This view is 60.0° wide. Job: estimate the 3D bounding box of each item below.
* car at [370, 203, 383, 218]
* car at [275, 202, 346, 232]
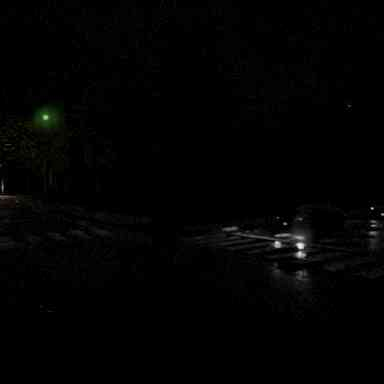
[{"bbox_3d":[14.926,1.212,24.144,4.718,1.301,1.895,-1,0,-35],"label":"car"},{"bbox_3d":[6.650,1.304,18.359,4.674,1.442,1.812,-1,0,-35],"label":"car"}]
